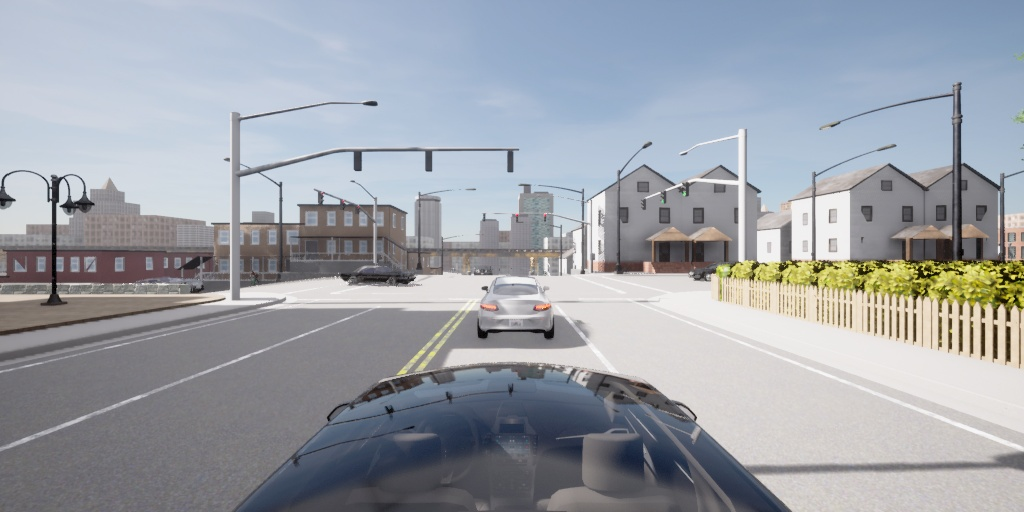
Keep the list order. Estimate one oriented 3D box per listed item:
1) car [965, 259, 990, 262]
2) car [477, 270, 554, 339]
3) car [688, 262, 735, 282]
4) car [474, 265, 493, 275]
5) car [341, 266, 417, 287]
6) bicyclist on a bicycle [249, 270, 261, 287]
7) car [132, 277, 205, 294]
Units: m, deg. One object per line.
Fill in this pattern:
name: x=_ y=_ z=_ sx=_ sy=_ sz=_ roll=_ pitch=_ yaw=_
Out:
car: x=36.927 y=1.102 z=29.026 sx=4.553 sy=1.767 sz=2.097 roll=0 pitch=0 yaw=-1
car: x=0.101 y=1.276 z=10.000 sx=1.812 sy=1.442 sz=4.674 roll=0 pitch=0 yaw=0
car: x=16.794 y=1.255 z=28.810 sx=4.892 sy=1.490 sz=1.837 roll=0 pitch=0 yaw=-1
car: x=-3.521 y=2.162 z=45.241 sx=2.150 sy=2.045 sz=5.566 roll=0 pitch=-9 yaw=0
car: x=-8.828 y=1.307 z=23.913 sx=4.718 sy=1.301 sz=1.895 roll=0 pitch=0 yaw=16
bicyclist on a bicycle: x=-25.569 y=2.214 z=35.577 sx=0.582 sy=1.620 sz=1.656 roll=-8 pitch=0 yaw=0
car: x=-24.030 y=2.198 z=24.646 sx=4.902 sy=1.511 sz=2.128 roll=-8 pitch=0 yaw=-1
